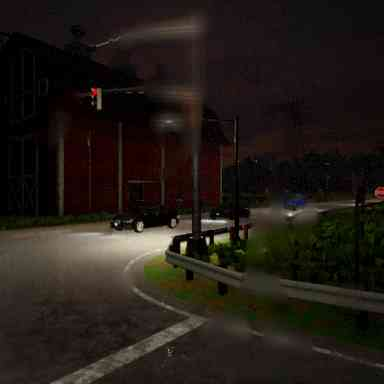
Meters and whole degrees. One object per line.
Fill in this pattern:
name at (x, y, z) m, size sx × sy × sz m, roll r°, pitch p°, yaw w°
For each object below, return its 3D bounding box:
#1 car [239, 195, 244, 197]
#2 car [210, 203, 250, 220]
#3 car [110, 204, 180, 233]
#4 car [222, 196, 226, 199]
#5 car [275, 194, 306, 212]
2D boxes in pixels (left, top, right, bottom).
car at (12.940, 1.547, 89.158) m, size 1.784 × 1.438 × 3.905 m, roll 0°, pitch 0°, yaw 36°
car at (3.266, 1.591, 28.137) m, size 1.994 × 1.385 × 4.181 m, roll 0°, pitch 0°, yaw 37°
car at (-2.704, 1.531, 20.137) m, size 1.837 × 1.490 × 4.892 m, roll 0°, pitch 0°, yaw 37°
car at (6.341, 1.532, 78.050) m, size 1.816 × 1.474 × 4.193 m, roll 0°, pitch 0°, yaw 36°
car at (11.868, 1.248, 39.666) m, size 2.150 × 2.045 × 5.566 m, roll 0°, pitch 0°, yaw 37°
